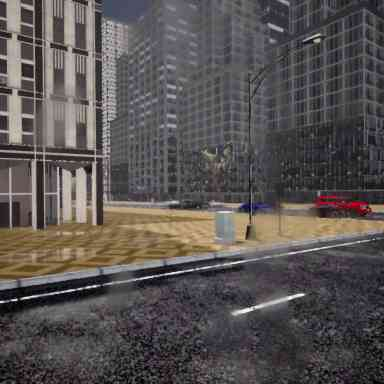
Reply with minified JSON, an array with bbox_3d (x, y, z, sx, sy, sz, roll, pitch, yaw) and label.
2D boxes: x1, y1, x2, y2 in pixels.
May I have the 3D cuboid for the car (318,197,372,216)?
[{"bbox_3d":[15.957,1.518,35.392,2.150,2.045,5.566,-1,-1,-35],"label":"car"}]

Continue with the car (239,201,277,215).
[{"bbox_3d":[7.805,2.001,41.283,1.812,1.442,4.674,-1,0,-35],"label":"car"}]

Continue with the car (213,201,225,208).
[{"bbox_3d":[4.040,2.310,63.634,1.895,1.301,4.718,-1,-1,-35],"label":"car"}]

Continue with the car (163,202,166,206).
[{"bbox_3d":[-4.378,2.252,69.890,1.812,1.442,4.674,-1,-1,-35],"label":"car"}]

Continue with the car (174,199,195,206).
[{"bbox_3d":[-1.726,2.224,71.769,2.128,1.511,4.902,-1,-1,-35],"label":"car"}]

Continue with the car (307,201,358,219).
[{"bbox_3d":[13.627,1.880,33.063,1.994,1.385,4.181,-1,-1,-35],"label":"car"}]

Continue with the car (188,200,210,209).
[{"bbox_3d":[1.304,2.305,61.971,1.994,1.385,4.181,-1,-1,-35],"label":"car"}]

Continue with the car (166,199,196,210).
[{"bbox_3d":[-1.889,2.340,55.023,1.895,1.301,4.718,-1,-1,-35],"label":"car"}]

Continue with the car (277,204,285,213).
[{"bbox_3d":[9.990,1.963,43.826,1.837,1.490,4.892,-1,0,-35],"label":"car"}]

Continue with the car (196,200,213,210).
[{"bbox_3d":[0.875,2.214,56.744,1.837,1.490,4.892,-1,-1,-35],"label":"car"}]

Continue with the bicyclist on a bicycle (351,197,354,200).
[{"bbox_3d":[21.996,1.578,45.642,1.656,1.620,0.582,-1,0,-35],"label":"bicyclist on a bicycle"}]
